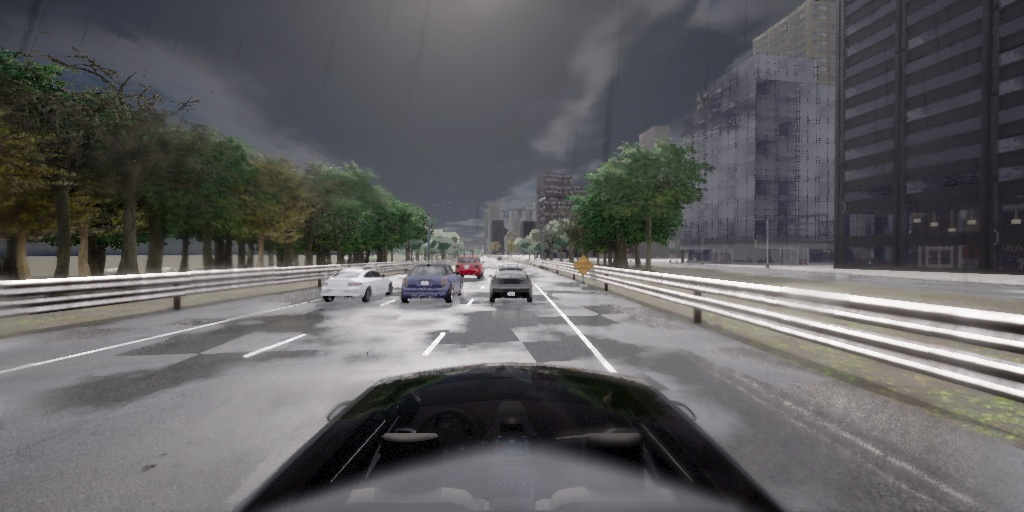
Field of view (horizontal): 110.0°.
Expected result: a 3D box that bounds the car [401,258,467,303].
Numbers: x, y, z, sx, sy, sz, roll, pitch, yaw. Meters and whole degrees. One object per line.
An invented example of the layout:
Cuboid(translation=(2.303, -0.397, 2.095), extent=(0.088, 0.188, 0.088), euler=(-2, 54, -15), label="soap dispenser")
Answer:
Cuboid(translation=(-3.552, 1.118, 16.665), extent=(2.097, 1.767, 4.553), euler=(0, 0, 0), label="car")

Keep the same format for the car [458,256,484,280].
Cuboid(translation=(-3.708, 1.014, 31.761), extent=(2.150, 2.045, 5.566), euler=(0, 0, -1), label="car")

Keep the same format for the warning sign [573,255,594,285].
Cuboid(translation=(4.451, 0.867, 22.450), extent=(1.300, 1.860, 1.060), euler=(0, 0, -1), label="warning sign")

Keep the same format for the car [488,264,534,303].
Cuboid(translation=(-0.052, 1.268, 16.720), extent=(1.837, 1.490, 4.892), euler=(0, 0, 0), label="car")

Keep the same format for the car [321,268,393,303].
Cuboid(translation=(-7.052, 1.285, 16.672), extent=(1.812, 1.442, 4.674), euler=(0, 0, 0), label="car")
